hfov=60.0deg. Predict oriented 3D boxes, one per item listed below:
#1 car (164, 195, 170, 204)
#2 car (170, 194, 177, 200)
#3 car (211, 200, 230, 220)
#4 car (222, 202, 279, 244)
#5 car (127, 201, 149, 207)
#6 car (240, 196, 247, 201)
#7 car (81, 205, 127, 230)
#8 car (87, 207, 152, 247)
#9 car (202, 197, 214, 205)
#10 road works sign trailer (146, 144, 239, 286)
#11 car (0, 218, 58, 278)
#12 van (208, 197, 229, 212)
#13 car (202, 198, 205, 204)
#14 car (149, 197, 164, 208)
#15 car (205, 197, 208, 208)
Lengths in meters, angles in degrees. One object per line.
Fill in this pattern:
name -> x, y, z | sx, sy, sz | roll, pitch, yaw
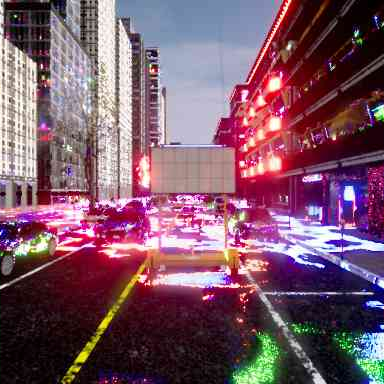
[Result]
car -> -5.536, 1.585, 59.992 | 1.887, 1.381, 4.507 | 0, 0, 0
car -> -5.453, 1.411, 92.380 | 2.192, 1.841, 5.009 | 0, 0, 0
car -> 2.759, 1.592, 26.774 | 1.802, 1.307, 4.206 | 0, 0, 0
car -> 2.730, 1.443, 15.708 | 1.967, 1.590, 4.097 | 0, 0, 0
car -> -5.607, 1.596, 32.329 | 1.802, 1.307, 4.206 | 0, 0, 0
car -> 13.631, 1.410, 79.348 | 4.403, 1.369, 2.008 | -1, 1, 0
car -> -5.636, 1.531, 21.093 | 1.752, 1.417, 4.829 | 0, 0, 0
car -> -2.961, 1.567, 14.963 | 1.994, 1.385, 4.181 | 0, 0, 0
car -> 2.844, 1.591, 59.970 | 2.008, 1.369, 4.403 | 0, 0, 0
road works sign trailer -> 0.024, 0.465, 9.385 | 2.380, 3.560, 2.880 | 0, 0, 0
car -> -5.664, 1.546, 10.197 | 1.887, 1.381, 4.507 | 0, 0, 0
van -> 2.773, 1.355, 32.306 | 1.690, 1.788, 3.998 | 0, 0, 0
car -> 2.816, 1.579, 48.904 | 2.008, 1.369, 4.403 | 0, 0, 0
car -> -5.565, 1.553, 48.756 | 1.752, 1.417, 4.829 | 0, 0, 0
car -> 2.787, 1.458, 37.839 | 1.967, 1.590, 4.097 | 0, 0, 0
